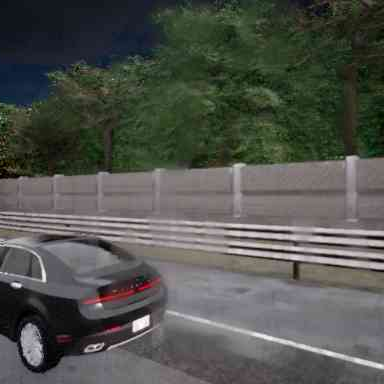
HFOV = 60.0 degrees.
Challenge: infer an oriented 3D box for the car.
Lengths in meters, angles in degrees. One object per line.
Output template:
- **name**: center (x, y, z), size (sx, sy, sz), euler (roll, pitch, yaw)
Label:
- **car**: center (-2.636, 1.499, 5.749), size (4.892, 1.490, 1.837), euler (-1, -1, 35)
